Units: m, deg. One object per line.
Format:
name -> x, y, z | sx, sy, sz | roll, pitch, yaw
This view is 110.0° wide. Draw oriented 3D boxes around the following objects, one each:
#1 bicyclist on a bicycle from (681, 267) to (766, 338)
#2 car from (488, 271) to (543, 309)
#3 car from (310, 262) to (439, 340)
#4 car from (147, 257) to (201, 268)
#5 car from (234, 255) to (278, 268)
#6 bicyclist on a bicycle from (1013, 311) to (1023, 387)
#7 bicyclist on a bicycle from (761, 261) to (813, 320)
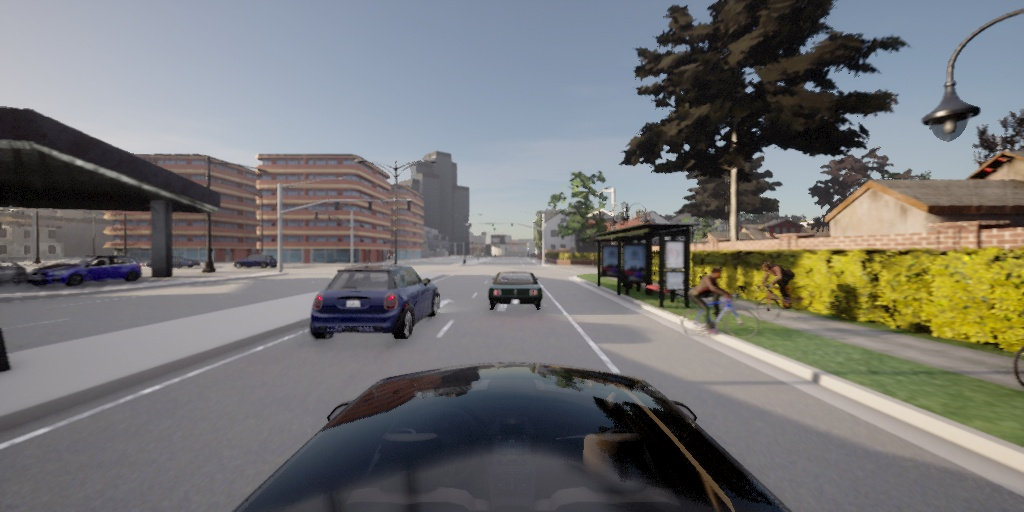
bicyclist on a bicycle -> 4.686, 1.099, 8.302 | 0.582, 1.620, 1.656 | 2, -10, -42
car -> 0.118, 1.225, 14.181 | 1.895, 1.301, 4.718 | 0, 1, 0
car -> -3.395, 1.016, 9.802 | 2.097, 1.767, 4.553 | 0, 1, 0
car -> -41.859, 0.803, 44.456 | 5.357, 1.411, 2.033 | 0, 1, -1
car -> -31.831, 0.621, 44.608 | 4.553, 1.767, 2.097 | 0, 1, -1
bicyclist on a bicycle -> 7.586, 1.029, 4.872 | 1.656, 1.620, 0.582 | -1, 1, -3
bicyclist on a bicycle -> 7.402, 0.886, 9.920 | 1.656, 1.620, 0.582 | -17, -1, -2
